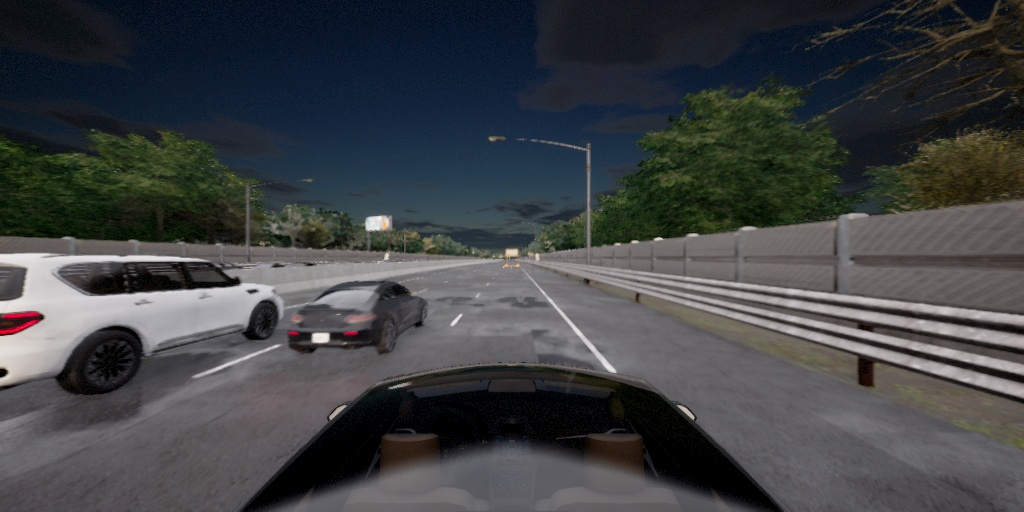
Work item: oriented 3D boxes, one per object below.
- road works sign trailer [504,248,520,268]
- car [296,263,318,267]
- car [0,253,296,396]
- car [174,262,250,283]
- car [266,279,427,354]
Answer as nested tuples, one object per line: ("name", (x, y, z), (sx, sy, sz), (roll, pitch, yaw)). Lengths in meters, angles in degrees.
("road works sign trailer", (-0.004, 0.427, 64.695), (2.380, 3.560, 2.880), (0, 0, 0))
("car", (-17.586, 1.322, 29.675), (1.837, 1.490, 4.892), (0, 0, 0))
("car", (-6.901, 0.983, 6.763), (2.150, 2.045, 5.566), (0, 0, 0))
("car", (-24.583, 1.309, 29.661), (2.128, 1.511, 4.902), (0, 0, 0))
("car", (-3.401, 1.291, 8.680), (1.812, 1.442, 4.674), (0, 0, 0))
